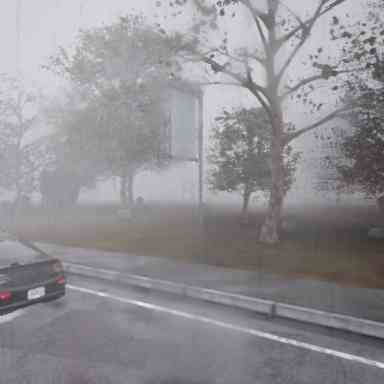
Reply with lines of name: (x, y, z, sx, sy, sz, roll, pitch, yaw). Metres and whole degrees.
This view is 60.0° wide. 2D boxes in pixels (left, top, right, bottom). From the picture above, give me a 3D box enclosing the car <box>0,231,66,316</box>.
car: (-4.532, 1.511, 6.793, 4.674, 1.442, 1.812, 0, 0, 33)
